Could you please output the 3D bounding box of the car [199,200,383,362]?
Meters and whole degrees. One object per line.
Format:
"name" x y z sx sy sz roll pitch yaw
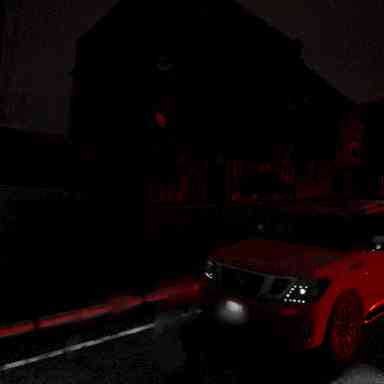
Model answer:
"car" 2.704 1.208 6.314 5.566 2.045 2.150 -1 1 -40
